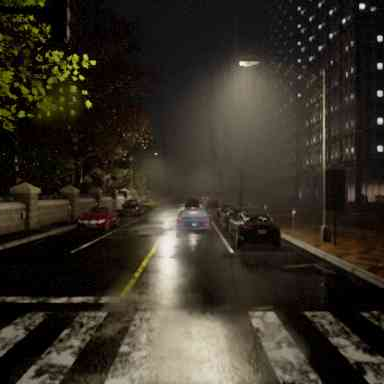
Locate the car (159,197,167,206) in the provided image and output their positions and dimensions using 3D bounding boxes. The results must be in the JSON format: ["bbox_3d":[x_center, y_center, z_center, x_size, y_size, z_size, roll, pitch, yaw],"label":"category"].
[{"bbox_3d":[-5.669,1.516,54.325,1.967,1.590,4.097,0,0,0],"label":"car"}]

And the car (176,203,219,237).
[{"bbox_3d":[0.107,1.566,18.023,2.033,1.411,5.357,0,0,0],"label":"car"}]

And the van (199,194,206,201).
[{"bbox_3d":[2.722,1.495,88.117,1.690,1.788,3.998,0,0,0],"label":"van"}]

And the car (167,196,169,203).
[{"bbox_3d":[-5.668,1.632,59.957,1.887,1.381,4.507,0,0,0],"label":"car"}]

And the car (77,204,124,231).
[{"bbox_3d":[-5.682,1.603,20.531,1.802,1.307,4.206,0,0,0],"label":"car"}]

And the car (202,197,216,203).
[{"bbox_3d":[2.707,1.600,43.059,1.887,1.381,4.507,0,0,0],"label":"car"}]

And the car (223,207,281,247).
[{"bbox_3d":[2.697,1.581,14.895,1.947,1.339,4.313,0,0,0],"label":"car"}]

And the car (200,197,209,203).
[{"bbox_3d":[2.716,1.693,71.219,1.802,1.307,4.206,0,0,0],"label":"car"}]

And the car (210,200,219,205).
[{"bbox_3d":[2.701,1.595,26.161,1.947,1.339,4.313,0,0,0],"label":"car"}]

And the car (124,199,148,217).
[{"bbox_3d":[-5.677,1.477,31.796,1.967,1.590,4.097,0,0,0],"label":"car"}]

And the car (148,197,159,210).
[{"bbox_3d":[-5.673,1.580,42.891,1.752,1.417,4.829,0,0,0],"label":"car"}]

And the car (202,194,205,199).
[{"bbox_3d":[2.709,1.505,48.690,1.967,1.590,4.097,0,0,0],"label":"car"}]

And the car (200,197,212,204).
[{"bbox_3d":[2.714,1.650,65.586,2.008,1.369,4.403,0,0,0],"label":"car"}]

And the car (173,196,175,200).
[{"bbox_3d":[-5.660,1.683,82.486,1.887,1.381,4.507,0,0,0],"label":"car"}]

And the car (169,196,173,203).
[{"bbox_3d":[-5.664,1.656,71.222,1.887,1.381,4.507,0,0,0],"label":"car"}]

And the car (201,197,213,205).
[{"bbox_3d":[2.712,1.638,59.954,2.008,1.369,4.403,0,0,0],"label":"car"}]

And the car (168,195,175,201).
[{"bbox_3d":[-5.657,1.695,93.581,1.752,1.417,4.829,0,0,0],"label":"car"}]

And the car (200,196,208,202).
[{"bbox_3d":[2.718,1.707,76.851,1.802,1.307,4.206,0,0,0],"label":"car"}]

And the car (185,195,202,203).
[{"bbox_3d":[0.033,1.534,43.700,1.882,1.535,5.008,0,0,0],"label":"car"}]

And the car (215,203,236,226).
[{"bbox_3d":[2.699,1.588,20.528,1.947,1.339,4.313,0,0,0],"label":"car"}]
